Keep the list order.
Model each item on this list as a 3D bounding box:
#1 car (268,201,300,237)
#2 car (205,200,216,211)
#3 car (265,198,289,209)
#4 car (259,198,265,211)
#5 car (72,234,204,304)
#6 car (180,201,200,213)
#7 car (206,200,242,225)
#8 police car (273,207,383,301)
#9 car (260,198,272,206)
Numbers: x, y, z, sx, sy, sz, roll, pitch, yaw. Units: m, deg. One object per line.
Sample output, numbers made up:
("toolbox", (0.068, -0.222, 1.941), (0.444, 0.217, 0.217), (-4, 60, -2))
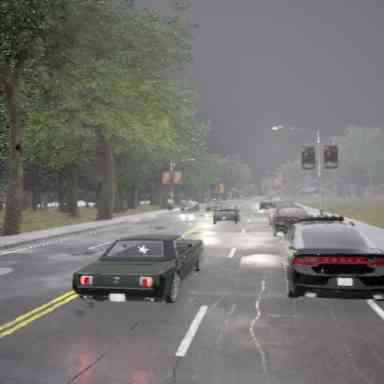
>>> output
("car", (5.319, 1.489, 18.138), (1.882, 1.535, 5.008), (-2, -1, 12))
("car", (2.946, 1.873, 43.298), (1.837, 1.490, 4.892), (-2, -1, 12))
("car", (6.559, 1.383, 23.979), (2.097, 1.767, 4.553), (-2, -1, 12))
("car", (9.979, 1.638, 44.513), (1.882, 1.535, 5.008), (-2, -1, 13))
("car", (-0.950, 1.717, 8.473), (1.895, 1.301, 4.718), (-2, -1, 12))
("car", (-0.225, 1.970, 44.003), (2.128, 1.511, 4.902), (-2, -1, 12))
("car", (2.778, 1.667, 25.994), (2.128, 1.511, 4.902), (-2, -1, 12))
("police car", (3.257, 1.406, 8.465), (1.930, 1.638, 5.238), (-2, -1, 12))
("car", (13.280, 1.819, 60.154), (1.994, 1.385, 4.181), (-2, -1, 12))
